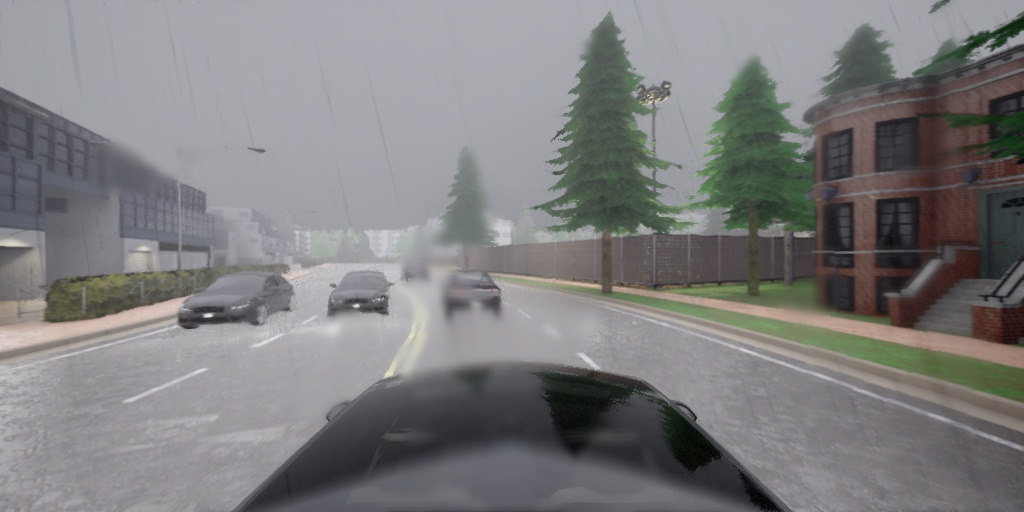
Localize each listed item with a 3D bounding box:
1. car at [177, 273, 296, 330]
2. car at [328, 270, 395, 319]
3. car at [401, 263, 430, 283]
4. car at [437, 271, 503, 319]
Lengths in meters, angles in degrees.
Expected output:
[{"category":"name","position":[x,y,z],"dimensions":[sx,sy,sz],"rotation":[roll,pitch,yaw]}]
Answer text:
[{"category":"car","position":[-8.633,1.328,11.728],"dimensions":[1.837,1.490,4.892],"rotation":[0,0,-16]},{"category":"car","position":[-5.510,1.319,13.447],"dimensions":[1.837,1.490,4.892],"rotation":[0,0,-17]},{"category":"car","position":[-8.088,1.370,30.019],"dimensions":[2.128,1.511,4.902],"rotation":[0,0,-23]},{"category":"car","position":[-1.627,1.286,13.117],"dimensions":[2.128,1.511,4.902],"rotation":[0,0,-14]}]
